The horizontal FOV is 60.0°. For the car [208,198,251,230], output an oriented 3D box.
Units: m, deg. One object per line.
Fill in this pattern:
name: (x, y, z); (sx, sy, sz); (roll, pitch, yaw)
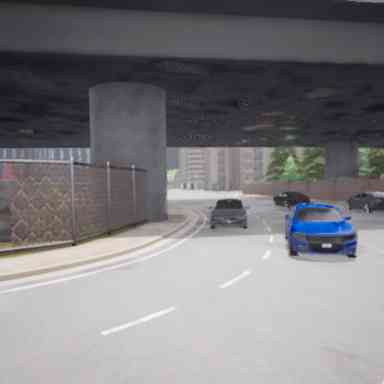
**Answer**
car: (2.040, 1.108, 18.139); (1.837, 1.490, 4.892); (-1, 1, 7)

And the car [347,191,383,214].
car: (13.048, 0.732, 24.487); (1.837, 1.490, 4.892); (-1, 1, 0)

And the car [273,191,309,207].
car: (9.110, 0.669, 30.999); (1.882, 1.535, 5.008); (-1, 1, -6)

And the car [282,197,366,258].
car: (4.320, 1.154, 11.645); (1.882, 1.535, 5.008); (-1, 1, 14)
